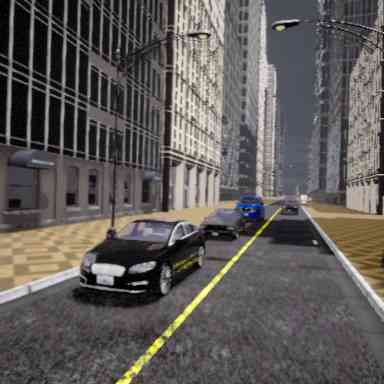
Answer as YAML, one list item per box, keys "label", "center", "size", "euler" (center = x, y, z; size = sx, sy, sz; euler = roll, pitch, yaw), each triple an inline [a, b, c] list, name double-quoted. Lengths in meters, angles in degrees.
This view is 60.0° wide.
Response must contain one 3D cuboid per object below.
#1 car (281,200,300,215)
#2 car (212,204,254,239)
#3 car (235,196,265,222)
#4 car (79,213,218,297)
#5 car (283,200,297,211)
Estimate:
- label: "car"
  center: [11.548, 1.863, 39.195]
  size: [2.128, 1.511, 4.902]
  euler: [2, 0, 17]
- label: "car"
  center: [1.883, 1.617, 18.242]
  size: [2.033, 1.411, 5.357]
  euler: [2, 0, 17]
- label: "car"
  center: [4.993, 1.392, 28.474]
  size: [2.150, 2.045, 5.566]
  euler: [2, 0, 17]
- label: "car"
  center: [-0.970, 1.468, 8.791]
  size: [2.128, 1.511, 4.902]
  euler: [2, 0, 17]
- label: "car"
  center: [14.593, 1.976, 49.292]
  size: [1.837, 1.490, 4.892]
  euler: [2, 0, 17]
